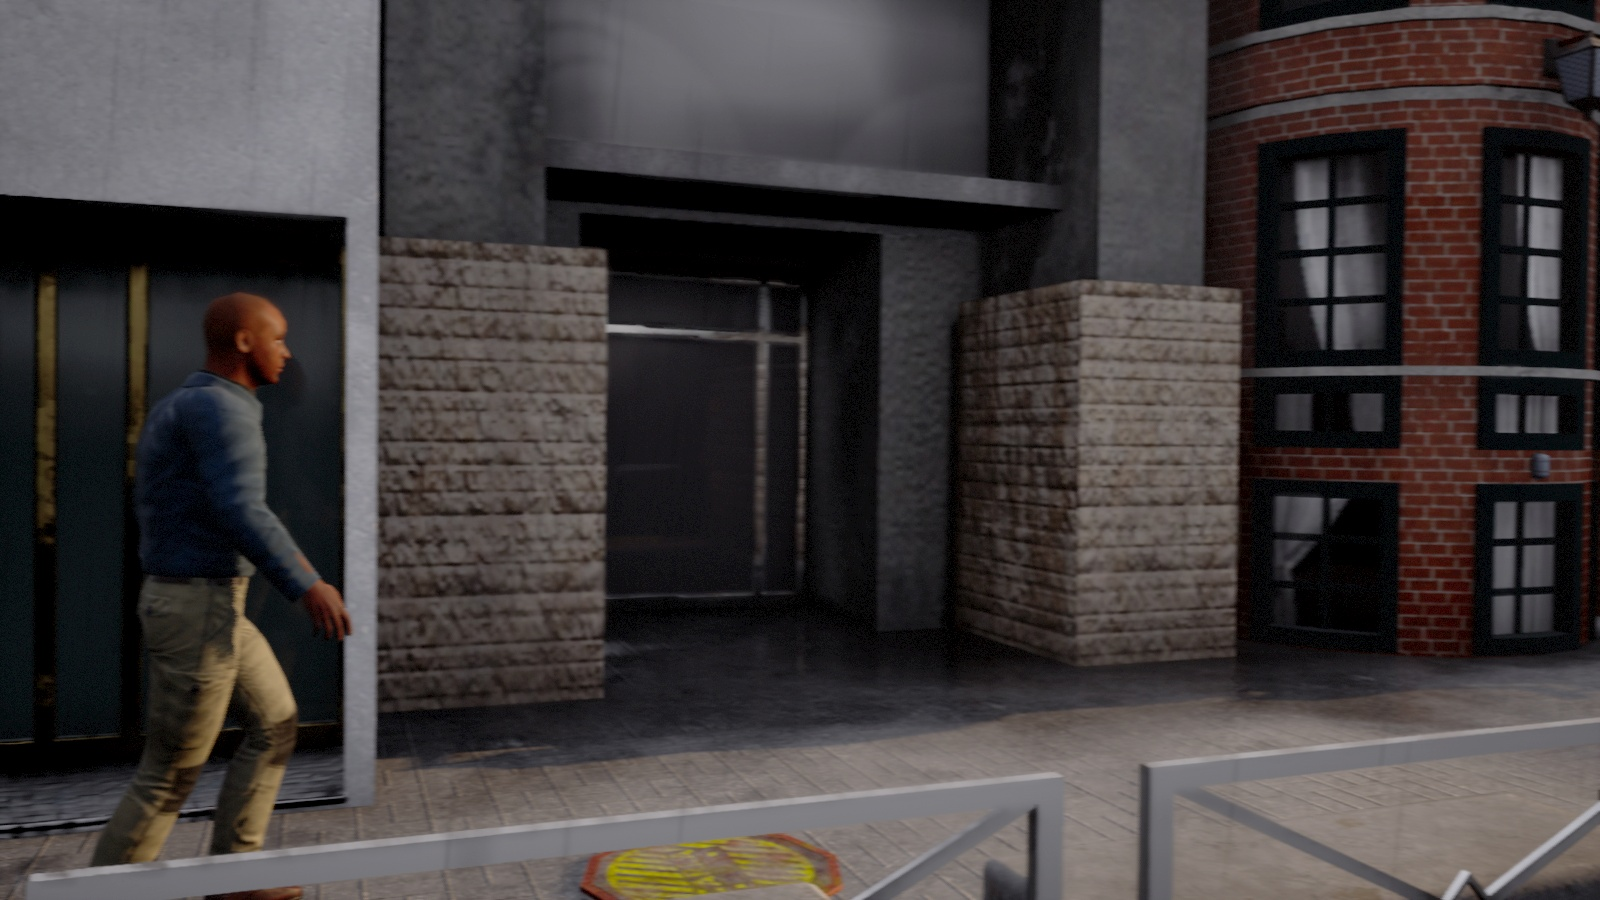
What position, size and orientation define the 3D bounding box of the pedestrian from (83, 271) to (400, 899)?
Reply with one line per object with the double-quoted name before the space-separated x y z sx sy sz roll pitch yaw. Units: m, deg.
"pedestrian" -1.541 0.465 3.480 0.726 1.835 0.370 -1 1 -33
